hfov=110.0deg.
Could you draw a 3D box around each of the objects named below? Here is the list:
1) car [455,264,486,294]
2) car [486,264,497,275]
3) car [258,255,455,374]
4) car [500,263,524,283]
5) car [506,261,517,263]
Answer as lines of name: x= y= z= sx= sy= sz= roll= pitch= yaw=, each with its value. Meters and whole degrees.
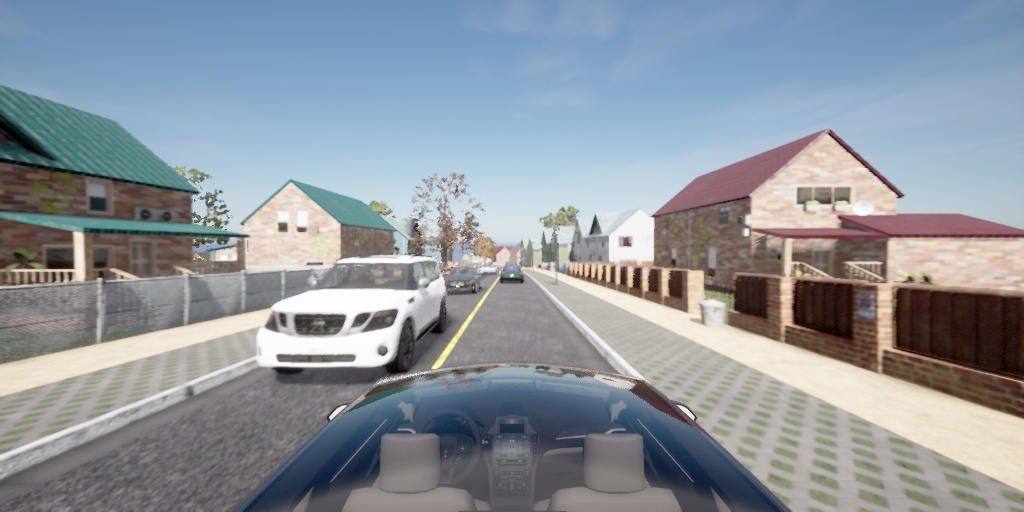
car: x=-2.834 y=1.360 z=21.179 sx=1.837 sy=1.490 sz=4.892 roll=0 pitch=-1 yaw=0
car: x=-2.878 y=1.670 z=45.158 sx=1.895 sy=1.301 sz=4.718 roll=0 pitch=-1 yaw=-1
car: x=-2.855 y=0.998 z=7.934 sx=2.150 sy=2.045 sz=5.566 roll=0 pitch=0 yaw=0
car: x=0.005 y=1.489 z=30.060 sx=1.994 sy=1.385 sz=4.181 roll=0 pitch=0 yaw=0
car: x=-0.103 y=1.415 z=45.036 sx=2.097 sy=1.767 sz=4.553 roll=0 pitch=-1 yaw=-1
